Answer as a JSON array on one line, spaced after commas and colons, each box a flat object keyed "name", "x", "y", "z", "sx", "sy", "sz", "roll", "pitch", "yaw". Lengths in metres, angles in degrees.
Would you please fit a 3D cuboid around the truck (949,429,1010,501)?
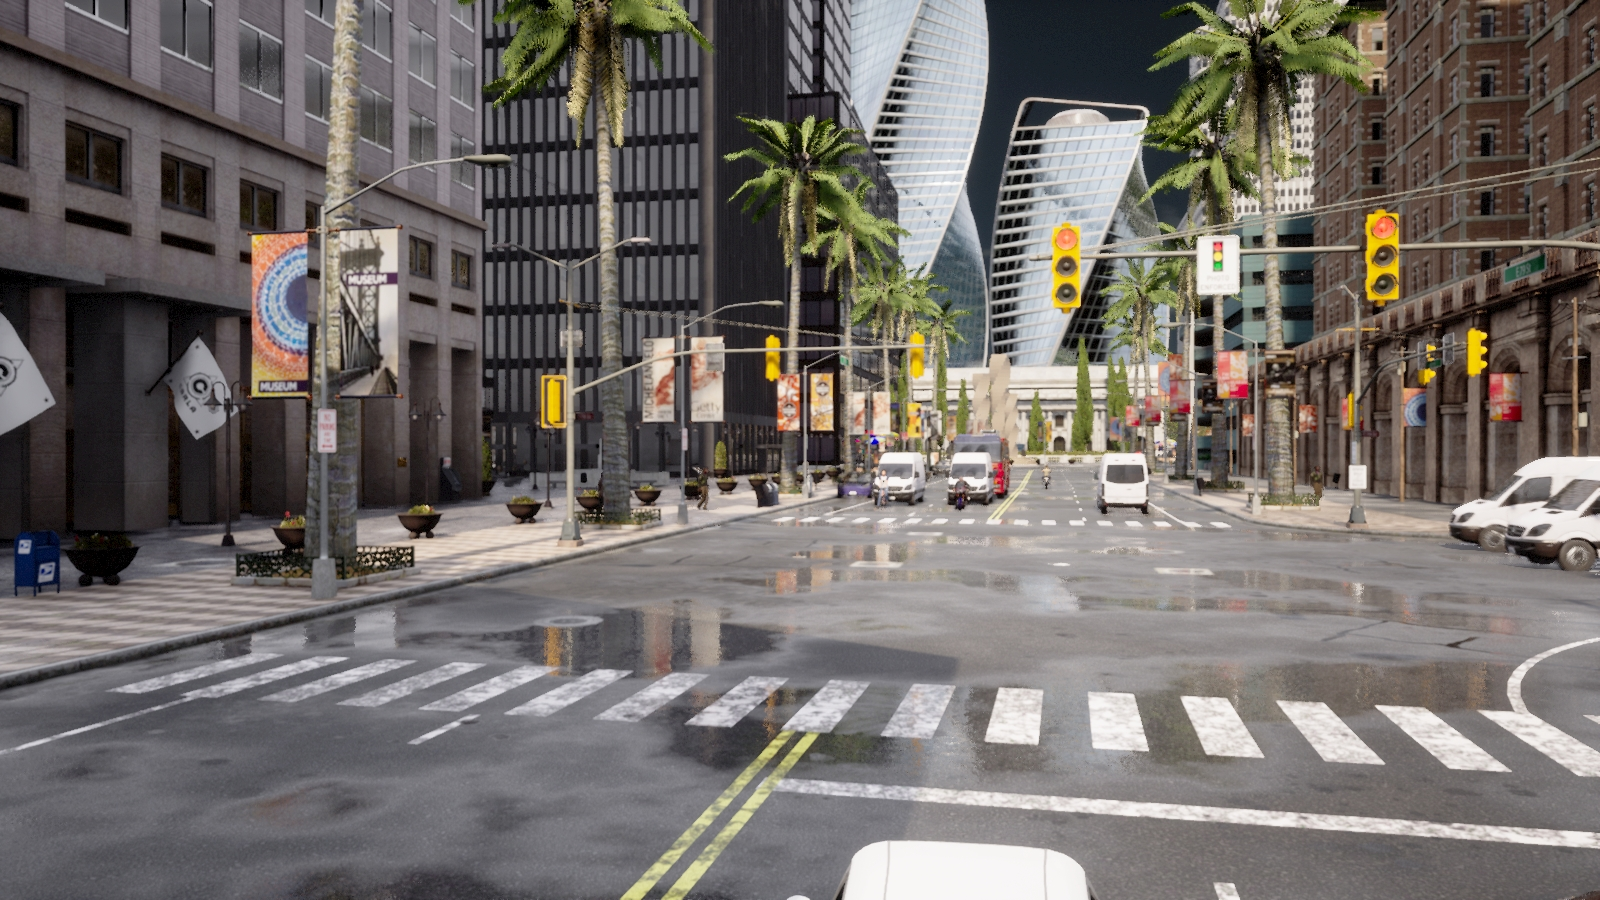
[{"name": "truck", "x": 10.323, "y": 0.762, "z": 65.037, "sx": 2.891, "sy": 3.827, "sz": 8.468, "roll": 0, "pitch": 0, "yaw": 13}]

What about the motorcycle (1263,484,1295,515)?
[{"name": "motorcycle", "x": 20.463, "y": 2.104, "z": 48.862, "sx": 0.867, "sy": 1.251, "sz": 2.209, "roll": 0, "pitch": 0, "yaw": 13}]

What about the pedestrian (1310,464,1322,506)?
[{"name": "pedestrian", "x": 23.431, "y": 1.589, "z": 51.860, "sx": 0.375, "sy": 1.860, "sz": 0.375, "roll": 0, "pitch": 0, "yaw": -9}]

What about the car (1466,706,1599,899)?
[{"name": "car", "x": 3.753, "y": 1.983, "z": 2.522, "sx": 2.152, "sy": 1.651, "sz": 5.027, "roll": 0, "pitch": 0, "yaw": 7}]

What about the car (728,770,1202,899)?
[{"name": "car", "x": 0.558, "y": 2.110, "z": 3.850, "sx": 1.481, "sy": 1.376, "sz": 2.207, "roll": 0, "pitch": 0, "yaw": 9}]

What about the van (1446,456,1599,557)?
[{"name": "van", "x": 20.718, "y": 1.467, "z": 30.485, "sx": 5.915, "sy": 2.561, "sz": 1.988, "roll": 0, "pitch": 1, "yaw": 25}]

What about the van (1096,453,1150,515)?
[{"name": "van", "x": 14.266, "y": 1.433, "z": 50.686, "sx": 1.988, "sy": 2.561, "sz": 5.915, "roll": 0, "pitch": 0, "yaw": 13}]

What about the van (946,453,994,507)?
[{"name": "van", "x": 8.600, "y": 1.421, "z": 57.395, "sx": 1.988, "sy": 2.561, "sz": 5.915, "roll": 0, "pitch": 0, "yaw": 13}]

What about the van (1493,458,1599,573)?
[{"name": "van", "x": 19.601, "y": 1.475, "z": 26.285, "sx": 5.915, "sy": 2.561, "sz": 1.988, "roll": 0, "pitch": 0, "yaw": 11}]

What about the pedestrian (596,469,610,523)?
[{"name": "pedestrian", "x": -6.967, "y": 1.621, "z": 40.421, "sx": 0.375, "sy": 1.860, "sz": 0.375, "roll": 0, "pitch": 0, "yaw": -38}]

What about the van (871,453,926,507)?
[{"name": "van", "x": 5.034, "y": 1.423, "z": 57.492, "sx": 1.988, "sy": 2.561, "sz": 5.915, "roll": 0, "pitch": 0, "yaw": 13}]

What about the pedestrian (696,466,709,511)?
[{"name": "pedestrian", "x": -4.082, "y": 1.607, "z": 47.697, "sx": 0.375, "sy": 1.860, "sz": 0.375, "roll": 0, "pitch": 0, "yaw": 35}]

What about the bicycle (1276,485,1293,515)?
[{"name": "bicycle", "x": 20.524, "y": 2.105, "z": 48.419, "sx": 0.373, "sy": 1.196, "sz": 1.643, "roll": 0, "pitch": 0, "yaw": 13}]
